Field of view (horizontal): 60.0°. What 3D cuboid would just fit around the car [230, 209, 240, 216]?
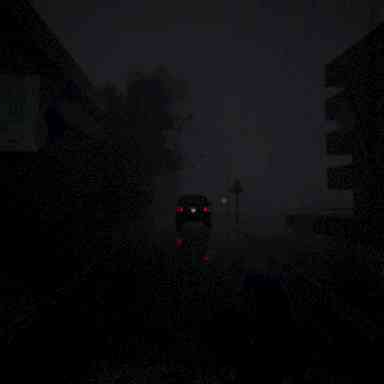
[{"bbox_3d":[7.822,4.639,73.778,2.185,1.767,4.553,7,-6,-30],"label":"car"}]

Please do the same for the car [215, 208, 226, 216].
[{"bbox_3d":[4.850,4.374,73.286,2.185,1.767,4.553,5,-5,-31],"label":"car"}]

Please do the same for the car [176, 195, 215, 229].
[{"bbox_3d":[0.124,1.272,21.811,2.150,2.045,5.566,0,-2,1],"label":"car"}]

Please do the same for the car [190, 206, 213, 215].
[{"bbox_3d":[1.970,4.066,72.704,2.435,2.045,5.566,2,-5,-30],"label":"car"}]

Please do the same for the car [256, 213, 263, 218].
[{"bbox_3d":[13.652,5.379,75.017,1.946,1.575,5.366,8,-6,-30],"label":"car"}]

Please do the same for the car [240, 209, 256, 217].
[{"bbox_3d":[10.819,4.822,74.333,2.435,2.045,5.566,8,-6,-30],"label":"car"}]
